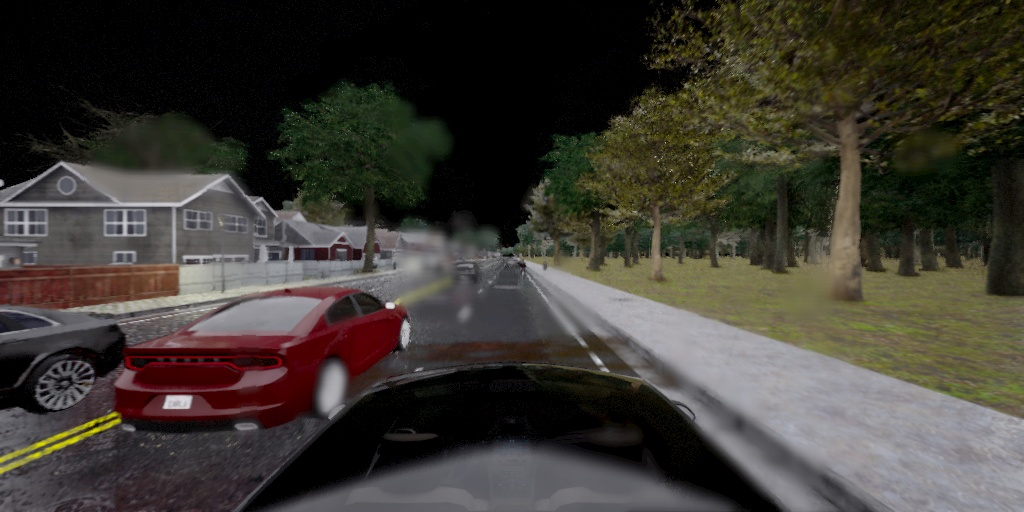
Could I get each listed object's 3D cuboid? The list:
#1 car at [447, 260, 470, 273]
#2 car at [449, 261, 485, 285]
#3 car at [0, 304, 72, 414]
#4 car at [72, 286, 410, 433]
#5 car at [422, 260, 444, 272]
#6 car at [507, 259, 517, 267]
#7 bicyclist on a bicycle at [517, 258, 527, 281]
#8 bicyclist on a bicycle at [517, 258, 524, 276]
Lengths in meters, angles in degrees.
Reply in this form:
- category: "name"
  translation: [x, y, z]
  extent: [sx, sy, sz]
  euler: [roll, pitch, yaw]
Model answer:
- category: "car"
  translation: [-6.594, 1.283, 44.848]
  extent: [2.033, 1.411, 5.357]
  euler: [0, 0, 0]
- category: "car"
  translation: [-3.153, 1.246, 26.327]
  extent: [1.837, 1.490, 4.892]
  euler: [0, 0, 0]
- category: "car"
  translation: [-6.602, 1.241, 3.203]
  extent: [2.128, 1.511, 4.902]
  euler: [0, 0, 0]
- category: "car"
  translation: [-3.150, 1.226, 5.857]
  extent: [1.882, 1.535, 5.008]
  euler: [0, 0, 0]
- category: "car"
  translation: [-9.841, 1.214, 44.922]
  extent: [1.882, 1.535, 5.008]
  euler: [0, 0, 0]
- category: "car"
  translation: [0.029, 1.230, 64.877]
  extent: [2.128, 1.511, 4.902]
  euler: [0, 0, 1]
- category: "bicyclist on a bicycle"
  translation: [0.889, 1.111, 28.679]
  extent: [0.659, 1.776, 1.843]
  euler: [0, 0, 0]
- category: "bicyclist on a bicycle"
  translation: [0.887, 1.108, 37.679]
  extent: [0.659, 1.776, 1.843]
  euler: [0, 0, 0]
